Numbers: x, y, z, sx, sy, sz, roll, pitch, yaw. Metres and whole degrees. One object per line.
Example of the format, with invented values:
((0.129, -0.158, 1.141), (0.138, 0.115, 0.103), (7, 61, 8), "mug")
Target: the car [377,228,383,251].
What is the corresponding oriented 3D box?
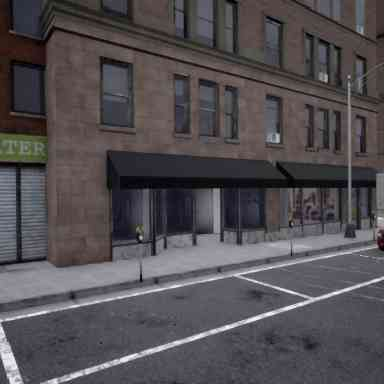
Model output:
((8.926, 1.541, 12.923), (4.507, 1.381, 1.887), (0, -1, -36), "car")
